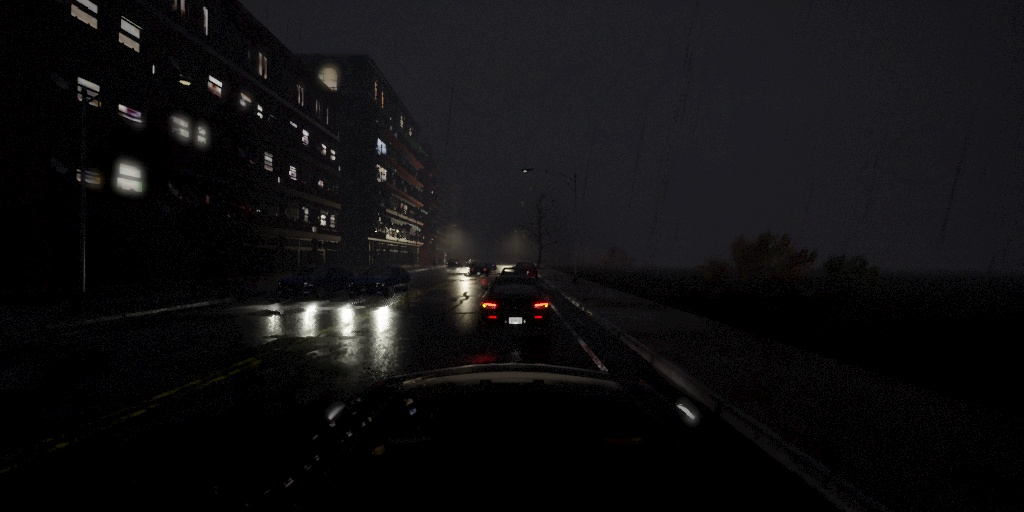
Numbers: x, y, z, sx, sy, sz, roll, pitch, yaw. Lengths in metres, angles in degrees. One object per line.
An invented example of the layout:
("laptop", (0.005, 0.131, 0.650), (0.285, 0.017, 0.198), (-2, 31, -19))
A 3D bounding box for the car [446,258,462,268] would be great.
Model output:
("car", (-9.926, 1.107, 61.479), (2.097, 1.767, 4.553), (0, 0, 0))

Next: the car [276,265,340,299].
("car", (-9.880, 1.231, 18.444), (1.882, 1.535, 5.008), (0, 0, 0))

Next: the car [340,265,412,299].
("car", (-6.629, 1.231, 18.464), (1.882, 1.535, 5.008), (0, 0, 0))

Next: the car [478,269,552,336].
("car", (0.077, 1.278, 10.312), (1.812, 1.442, 4.674), (0, 0, 0))

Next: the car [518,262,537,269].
("car", (1.088, 1.233, 30.007), (1.882, 1.535, 5.008), (0, 0, 0))

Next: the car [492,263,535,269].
("car", (0.068, 1.318, 20.480), (1.994, 1.385, 4.181), (0, 0, 0))

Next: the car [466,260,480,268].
("car", (-6.678, 1.320, 61.538), (1.994, 1.385, 4.181), (0, 0, 0))

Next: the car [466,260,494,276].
("car", (-3.210, 1.356, 36.722), (1.895, 1.301, 4.718), (0, 0, 0))
